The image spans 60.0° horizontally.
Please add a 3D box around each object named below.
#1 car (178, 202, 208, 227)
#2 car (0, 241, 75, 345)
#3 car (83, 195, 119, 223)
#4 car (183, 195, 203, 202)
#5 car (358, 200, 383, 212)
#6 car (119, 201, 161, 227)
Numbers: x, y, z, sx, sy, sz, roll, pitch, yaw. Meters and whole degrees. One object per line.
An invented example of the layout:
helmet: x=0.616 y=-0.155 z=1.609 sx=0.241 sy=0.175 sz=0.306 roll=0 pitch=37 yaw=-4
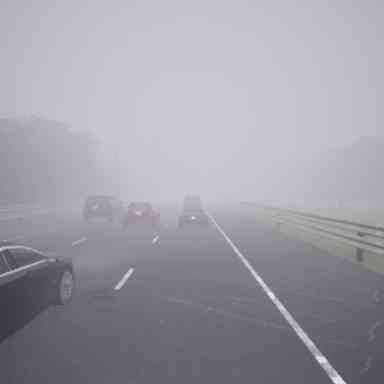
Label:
car: x=0.085 y=1.637 z=23.231 sx=1.994 sy=1.385 sz=4.181 roll=0 pitch=0 yaw=0
car: x=-3.405 y=1.505 z=5.165 sx=2.128 sy=1.511 sz=4.902 roll=0 pitch=0 yaw=0
car: x=-6.938 y=1.292 z=26.612 sx=2.150 sy=2.045 sz=5.566 roll=0 pitch=-1 yaw=0
car: x=0.077 y=1.370 z=40.292 sx=2.150 sy=2.045 sz=5.566 roll=0 pitch=0 yaw=0
car: x=24.118 y=1.782 z=43.470 sx=1.801 sy=1.575 sz=5.366 roll=0 pitch=0 yaw=-21
car: x=-3.410 y=1.421 z=23.345 sx=2.097 sy=1.767 sz=4.553 roll=0 pitch=0 yaw=0
